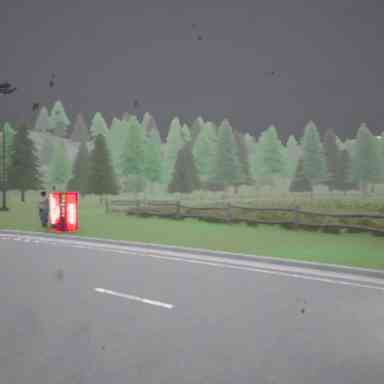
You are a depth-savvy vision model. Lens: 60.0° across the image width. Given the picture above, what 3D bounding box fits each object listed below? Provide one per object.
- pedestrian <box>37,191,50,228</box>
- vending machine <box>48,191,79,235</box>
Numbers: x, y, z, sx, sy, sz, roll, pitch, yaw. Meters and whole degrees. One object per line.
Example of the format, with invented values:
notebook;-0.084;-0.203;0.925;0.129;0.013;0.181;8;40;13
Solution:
pedestrian;-7.459;0.852;16.734;0.375;1.860;0.375;0;1;27
vending machine;-6.348;1.003;16.500;0.880;2.100;1.100;0;1;28
